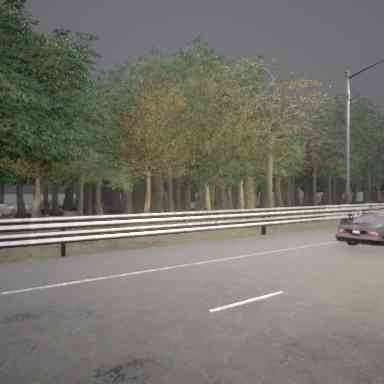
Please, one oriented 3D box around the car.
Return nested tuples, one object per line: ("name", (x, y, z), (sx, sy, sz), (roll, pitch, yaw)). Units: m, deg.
("car", (8.269, 1.557, 14.066), (5.357, 1.411, 2.033), (0, 0, -35))
